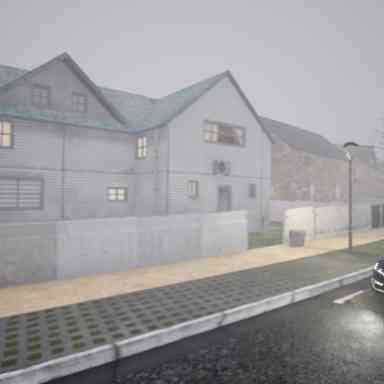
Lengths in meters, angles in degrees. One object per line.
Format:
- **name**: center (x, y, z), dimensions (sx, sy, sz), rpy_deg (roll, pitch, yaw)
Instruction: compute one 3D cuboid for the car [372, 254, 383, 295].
- **car**: center (5.933, 1.511, 7.603), dimensions (4.892, 1.490, 1.837), rpy_deg (-1, 0, -38)
